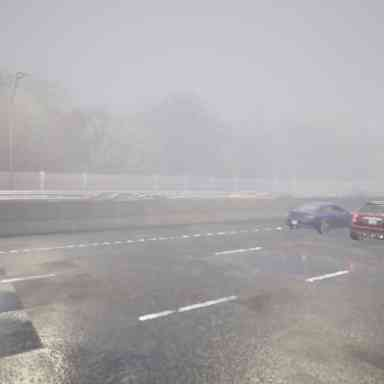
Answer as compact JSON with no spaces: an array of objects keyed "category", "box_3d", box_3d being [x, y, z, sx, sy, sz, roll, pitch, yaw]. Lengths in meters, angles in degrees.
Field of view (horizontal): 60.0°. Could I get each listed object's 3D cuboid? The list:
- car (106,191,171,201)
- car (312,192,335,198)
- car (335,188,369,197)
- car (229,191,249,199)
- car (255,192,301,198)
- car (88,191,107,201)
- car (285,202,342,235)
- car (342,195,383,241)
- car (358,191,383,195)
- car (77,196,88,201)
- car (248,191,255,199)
[{"category":"car","box_3d":[-3.939,0.819,26.649,4.902,1.511,2.128,0,2,-33]},{"category":"car","box_3d":[20.813,0.716,51.412,5.357,1.411,2.033,0,2,-34]},{"category":"car","box_3d":[24.296,0.474,49.519,5.566,2.045,2.150,0,2,-33]},{"category":"car","box_3d":[6.946,0.626,42.249,5.008,1.535,1.882,0,1,-33]},{"category":"car","box_3d":[9.563,0.818,35.610,5.008,1.535,1.882,0,1,-33]},{"category":"car","box_3d":[-6.336,0.756,29.257,4.674,1.442,1.812,0,2,-33]},{"category":"car","box_3d":[6.710,1.246,16.824,4.674,1.442,1.812,0,2,-34]},{"category":"car","box_3d":[8.695,1.168,13.937,4.553,1.767,2.097,0,2,-34]},{"category":"car","box_3d":[26.123,0.906,46.542,5.357,1.411,2.033,0,2,-33]},{"category":"car","box_3d":[-8.571,0.658,31.973,4.674,1.442,1.812,0,2,-33]},{"category":"car","box_3d":[9.702,0.794,39.871,5.357,1.411,2.033,0,2,-33]}]
